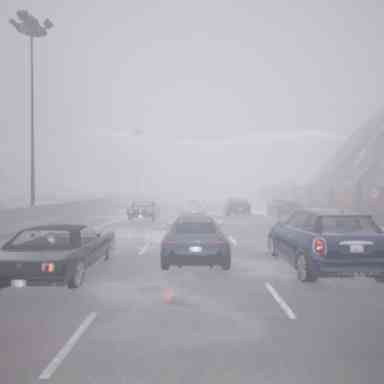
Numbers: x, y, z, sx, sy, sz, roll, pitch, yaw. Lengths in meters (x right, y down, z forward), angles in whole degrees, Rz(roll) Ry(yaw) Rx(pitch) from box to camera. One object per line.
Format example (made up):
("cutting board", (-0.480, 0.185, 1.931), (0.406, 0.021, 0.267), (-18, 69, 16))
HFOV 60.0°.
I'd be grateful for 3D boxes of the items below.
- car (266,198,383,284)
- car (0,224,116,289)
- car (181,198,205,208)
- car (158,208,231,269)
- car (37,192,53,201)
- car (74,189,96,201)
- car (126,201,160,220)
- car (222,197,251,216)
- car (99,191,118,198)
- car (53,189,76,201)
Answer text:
("car", (3.598, 1.225, 9.386), (2.097, 1.767, 4.553), (0, 1, 0))
("car", (-3.400, 1.484, 8.766), (1.895, 1.301, 4.718), (0, 1, 0))
("car", (0.098, 1.170, 26.798), (1.812, 1.442, 4.674), (0, 1, 0))
("car", (0.098, 1.422, 10.627), (1.994, 1.385, 4.181), (0, 1, 0))
("car", (-24.375, 0.760, 56.378), (1.837, 1.490, 4.892), (0, 1, 2))
("car", (-17.407, 0.773, 55.319), (1.837, 1.490, 4.892), (0, 1, 2))
("car", (-3.402, 1.280, 24.176), (1.895, 1.301, 4.718), (0, 1, 0))
("car", (3.598, 1.114, 27.317), (1.882, 1.535, 5.008), (0, 1, 0))
("car", (-13.917, 0.615, 55.739), (2.097, 1.767, 4.553), (0, 1, 2))
("car", (-20.859, 0.475, 56.554), (2.150, 2.045, 5.566), (0, 1, 2))
